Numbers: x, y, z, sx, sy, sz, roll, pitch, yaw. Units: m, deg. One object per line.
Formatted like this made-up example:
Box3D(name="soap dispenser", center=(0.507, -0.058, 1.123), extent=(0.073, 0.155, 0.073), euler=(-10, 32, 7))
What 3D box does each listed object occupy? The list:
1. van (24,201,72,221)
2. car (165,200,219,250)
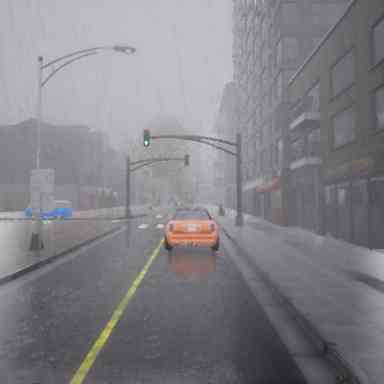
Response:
Box3D(name="van", center=(-12.926, 1.681, 30.103), extent=(3.998, 1.788, 1.690), euler=(0, -3, 0))
Box3D(name="car", center=(0.000, 1.423, 14.638), extent=(2.097, 1.767, 4.553), euler=(0, 0, 0))
